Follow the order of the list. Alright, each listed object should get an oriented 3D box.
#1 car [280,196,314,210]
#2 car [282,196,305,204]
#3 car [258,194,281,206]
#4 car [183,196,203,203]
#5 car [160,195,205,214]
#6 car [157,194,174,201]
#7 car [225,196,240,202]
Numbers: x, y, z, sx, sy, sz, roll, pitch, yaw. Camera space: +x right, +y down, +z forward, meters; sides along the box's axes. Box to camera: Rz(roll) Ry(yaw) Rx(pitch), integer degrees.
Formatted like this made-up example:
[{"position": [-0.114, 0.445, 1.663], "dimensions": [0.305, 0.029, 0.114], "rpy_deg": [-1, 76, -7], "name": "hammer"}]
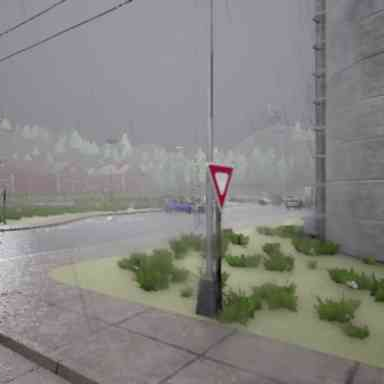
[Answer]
[{"position": [13.556, 1.497, 42.667], "dimensions": [2.128, 1.511, 4.902], "rpy_deg": [0, 0, 35], "name": "car"}, {"position": [20.373, 1.514, 66.783], "dimensions": [4.193, 1.474, 1.816], "rpy_deg": [0, 0, 35], "name": "car"}, {"position": [13.106, 1.321, 55.413], "dimensions": [3.866, 1.878, 1.905], "rpy_deg": [0, 0, 35], "name": "car"}, {"position": [0.233, 1.612, 68.807], "dimensions": [1.895, 1.301, 4.718], "rpy_deg": [0, 0, 35], "name": "car"}, {"position": [-0.777, 1.486, 35.583], "dimensions": [4.611, 1.667, 2.242], "rpy_deg": [0, 0, 35], "name": "car"}, {"position": [-3.596, 1.320, 54.666], "dimensions": [4.605, 1.855, 1.932], "rpy_deg": [0, 0, 35], "name": "car"}, {"position": [9.150, 1.532, 73.184], "dimensions": [3.905, 1.438, 1.784], "rpy_deg": [0, 0, 35], "name": "car"}]
